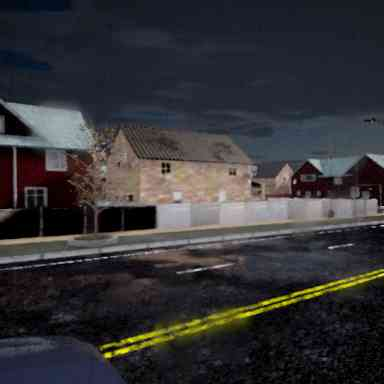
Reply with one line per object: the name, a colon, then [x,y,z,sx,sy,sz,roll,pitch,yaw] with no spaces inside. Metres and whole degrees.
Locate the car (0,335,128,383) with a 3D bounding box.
car: [-2.808,1.543,1.437,5.357,1.411,2.033,0,0,-36]
